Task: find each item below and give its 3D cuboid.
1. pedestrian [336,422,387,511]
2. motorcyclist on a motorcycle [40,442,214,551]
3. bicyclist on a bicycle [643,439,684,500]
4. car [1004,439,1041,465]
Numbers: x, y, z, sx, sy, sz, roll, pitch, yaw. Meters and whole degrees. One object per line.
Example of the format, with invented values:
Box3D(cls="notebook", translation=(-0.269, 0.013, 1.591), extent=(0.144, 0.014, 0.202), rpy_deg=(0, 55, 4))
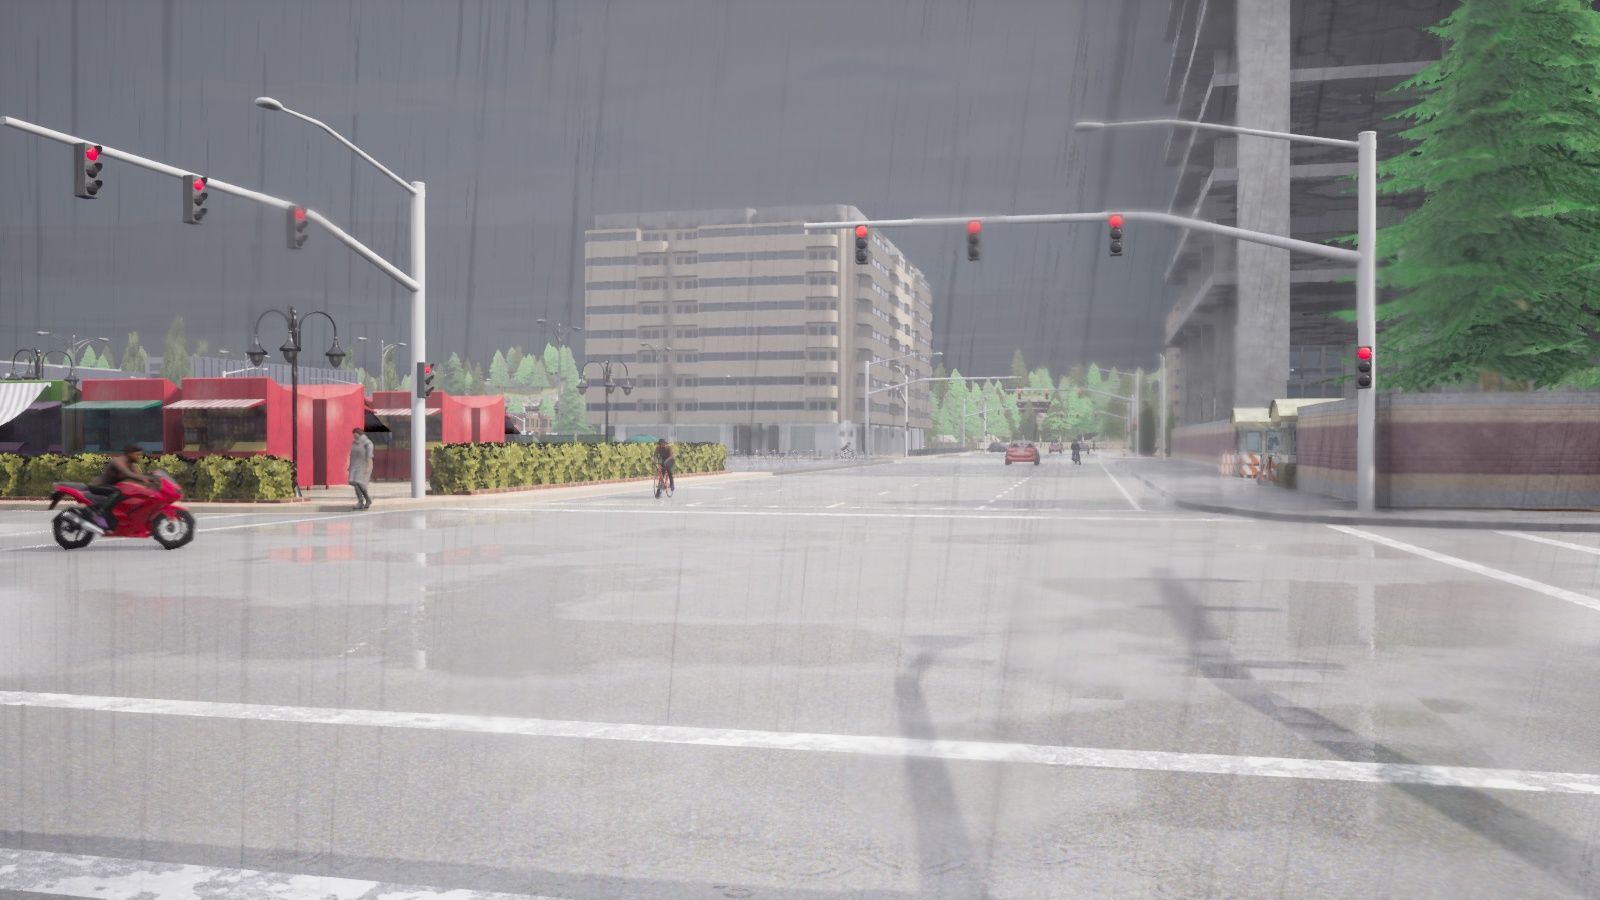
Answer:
Box3D(cls="pedestrian", translation=(-9.818, 0.363, 28.136), extent=(0.659, 1.952, 0.873), rpy_deg=(0, 0, 26))
Box3D(cls="motorcyclist on a motorcycle", translation=(-9.592, 0.655, 17.958), extent=(2.044, 1.523, 0.797), rpy_deg=(0, -1, -3))
Box3D(cls="bicyclist on a bicycle", translation=(-3.670, 0.505, 33.890), extent=(0.582, 1.620, 1.656), rpy_deg=(0, 1, 13))
Box3D(cls="car", translation=(15.074, 0.123, 84.990), extent=(2.242, 1.667, 4.611), rpy_deg=(0, 0, 12))
